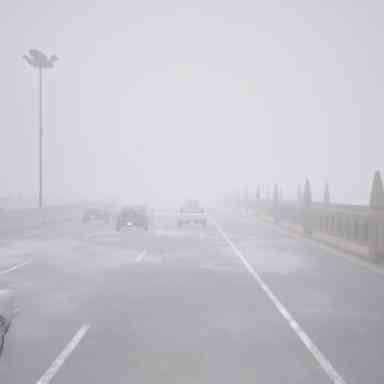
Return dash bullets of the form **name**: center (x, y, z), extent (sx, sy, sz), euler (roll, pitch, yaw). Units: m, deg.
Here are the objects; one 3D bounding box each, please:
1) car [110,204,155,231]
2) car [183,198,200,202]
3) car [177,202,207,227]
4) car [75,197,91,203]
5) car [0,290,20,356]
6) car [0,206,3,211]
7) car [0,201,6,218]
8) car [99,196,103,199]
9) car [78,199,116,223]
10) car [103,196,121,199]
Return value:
- **car**: center (-3.488, 1.516, 20.922), extent (1.837, 1.490, 4.892), euler (0, 0, 0)
- **car**: center (-0.080, 1.518, 41.595), extent (1.837, 1.490, 4.892), euler (0, 0, 0)
- **car**: center (0.004, 1.608, 22.890), extent (1.895, 1.301, 4.718), euler (0, 0, 0)
- **car**: center (-21.284, 1.645, 64.959), extent (1.895, 1.301, 4.718), euler (0, 0, 0)
- **car**: center (-3.431, 1.606, 2.698), extent (1.895, 1.301, 4.718), euler (0, 0, 0)
- **car**: center (-14.186, 1.378, 20.890), extent (2.097, 1.767, 4.553), euler (0, 0, 0)
- **car**: center (-17.713, 1.537, 27.613), extent (1.837, 1.490, 4.892), euler (0, 0, 0)
- **car**: center (-17.796, 1.585, 67.606), extent (2.033, 1.411, 5.357), euler (0, 0, 0)
- **car**: center (-7.009, 1.543, 25.727), extent (1.812, 1.442, 4.674), euler (0, 0, 0)
- **car**: center (-14.294, 1.533, 61.738), extent (2.128, 1.511, 4.902), euler (0, 0, 0)
